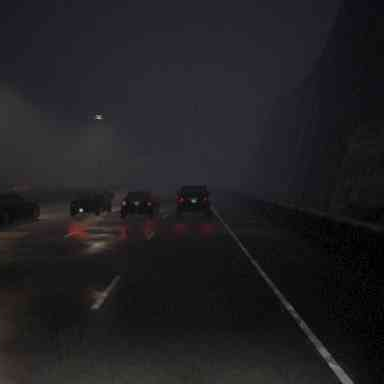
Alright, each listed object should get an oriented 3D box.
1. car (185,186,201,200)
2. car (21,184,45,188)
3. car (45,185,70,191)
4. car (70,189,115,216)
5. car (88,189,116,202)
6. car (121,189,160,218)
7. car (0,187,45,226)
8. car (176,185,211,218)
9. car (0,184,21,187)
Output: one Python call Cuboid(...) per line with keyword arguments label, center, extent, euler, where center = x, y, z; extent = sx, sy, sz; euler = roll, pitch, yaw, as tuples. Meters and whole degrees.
Cuboid(label="car", center=(0.113, 0.094, 41.365), extent=(1.882, 1.535, 5.008), euler=(0, 2, 0))
Cuboid(label="car", center=(-24.488, -0.389, 52.646), extent=(1.882, 1.535, 5.008), euler=(0, 2, 0))
Cuboid(label="car", center=(-20.987, -0.360, 52.793), extent=(1.837, 1.490, 4.892), euler=(0, 2, 0))
Cuboid(label="car", center=(-6.892, 0.806, 23.097), extent=(1.837, 1.490, 4.892), euler=(0, 2, 0))
Cuboid(label="car", center=(-10.387, 0.322, 38.758), extent=(1.895, 1.301, 4.718), euler=(0, 2, 0))
Cuboid(label="car", center=(-3.392, 0.674, 22.523), extent=(2.097, 1.767, 4.553), euler=(0, 2, 0))
Cuboid(label="car", center=(-10.393, 0.809, 18.494), extent=(2.097, 1.767, 4.553), euler=(0, 2, 0))
Cuboid(label="car", center=(0.107, 0.544, 22.495), extent=(2.150, 2.045, 5.566), euler=(0, 2, 0))
Cuboid(label="car", center=(-27.985, -0.536, 53.040), extent=(2.097, 1.767, 4.553), euler=(0, 3, 0))
